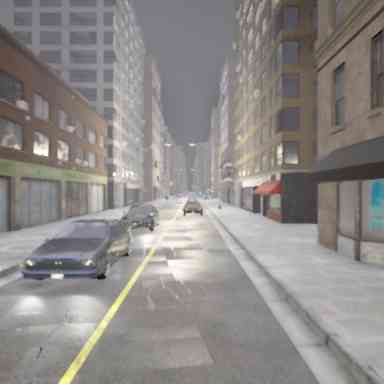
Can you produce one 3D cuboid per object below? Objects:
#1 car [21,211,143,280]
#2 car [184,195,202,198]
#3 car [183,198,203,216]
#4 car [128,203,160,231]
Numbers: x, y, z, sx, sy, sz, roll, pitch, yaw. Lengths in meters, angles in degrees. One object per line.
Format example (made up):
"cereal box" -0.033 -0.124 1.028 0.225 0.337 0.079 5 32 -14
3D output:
"car" -3.056 1.539 10.243 2.033 1.411 5.357 0 0 1
"car" 0.042 1.490 44.833 1.812 1.442 4.674 0 0 1
"car" 0.091 1.575 31.863 1.895 1.301 4.718 0 0 0
"car" -3.054 1.488 20.417 1.837 1.490 4.892 0 0 0
